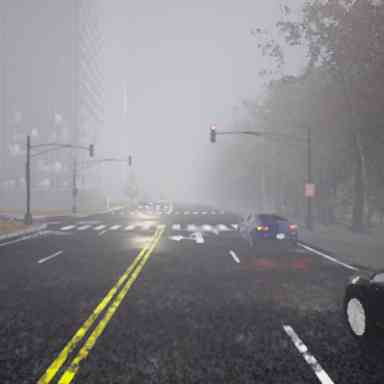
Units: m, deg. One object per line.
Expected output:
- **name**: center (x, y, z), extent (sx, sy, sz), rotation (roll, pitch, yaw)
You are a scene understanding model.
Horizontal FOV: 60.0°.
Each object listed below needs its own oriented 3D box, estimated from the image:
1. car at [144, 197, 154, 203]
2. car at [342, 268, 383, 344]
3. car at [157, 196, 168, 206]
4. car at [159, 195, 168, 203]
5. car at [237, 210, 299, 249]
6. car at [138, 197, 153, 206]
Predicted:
- **car**: center (-9.877, 1.790, 76.700), extent (2.033, 1.411, 5.357), rotation (0, 0, -5)
- **car**: center (3.403, 1.379, 3.585), extent (1.837, 1.490, 4.892), rotation (1, -3, -1)
- **car**: center (-5.487, 1.754, 61.345), extent (1.812, 1.442, 4.674), rotation (0, 0, -3)
- **car**: center (-6.624, 1.646, 76.812), extent (2.097, 1.767, 4.553), rotation (0, 0, -5)
- **car**: center (3.198, 1.539, 14.680), extent (1.812, 1.442, 4.674), rotation (-3, -1, -2)
- **car**: center (-8.713, 1.775, 61.023), extent (2.033, 1.411, 5.357), rotation (0, 0, -3)
